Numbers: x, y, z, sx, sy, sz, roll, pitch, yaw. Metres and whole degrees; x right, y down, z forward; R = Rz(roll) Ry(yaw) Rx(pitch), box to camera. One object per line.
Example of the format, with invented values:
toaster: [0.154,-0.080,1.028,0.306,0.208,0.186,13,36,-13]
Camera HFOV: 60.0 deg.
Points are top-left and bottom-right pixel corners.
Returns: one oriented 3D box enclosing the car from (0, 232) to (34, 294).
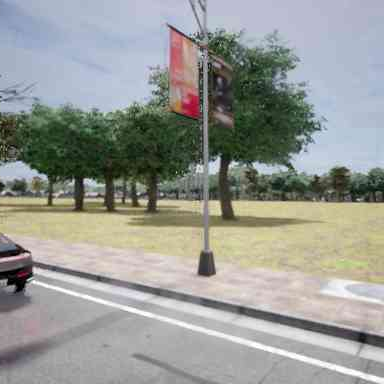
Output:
car: [-5.596,1.535,7.666,4.902,1.511,2.128,-1,0,36]
